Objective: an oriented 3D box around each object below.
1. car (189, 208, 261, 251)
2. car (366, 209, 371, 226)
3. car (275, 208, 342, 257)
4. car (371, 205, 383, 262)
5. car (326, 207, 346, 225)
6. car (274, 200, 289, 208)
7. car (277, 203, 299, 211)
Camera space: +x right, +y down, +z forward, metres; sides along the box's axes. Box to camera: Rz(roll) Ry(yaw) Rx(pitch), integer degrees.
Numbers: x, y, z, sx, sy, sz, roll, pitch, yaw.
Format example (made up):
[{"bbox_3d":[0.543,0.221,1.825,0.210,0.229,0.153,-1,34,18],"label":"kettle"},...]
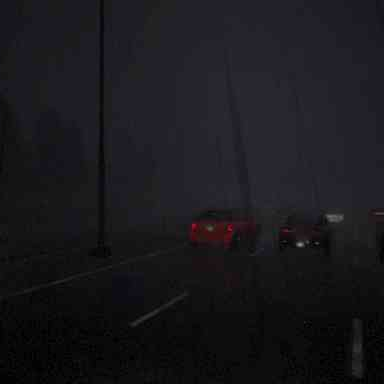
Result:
[{"bbox_3d":[1.674,1.517,15.261,2.097,1.767,4.553,0,-1,26],"label":"car"},{"bbox_3d":[14.628,1.757,25.622,2.128,1.511,4.902,0,-1,27],"label":"car"},{"bbox_3d":[4.859,1.639,13.807,2.128,1.511,4.902,0,-1,26],"label":"car"},{"bbox_3d":[7.976,1.477,12.214,2.097,1.767,4.553,0,-1,26],"label":"car"},{"bbox_3d":[11.380,1.883,26.956,1.895,1.301,4.718,0,-1,27],"label":"car"},{"bbox_3d":[16.367,2.168,60.586,1.812,1.442,4.674,0,-1,27],"label":"car"},{"bbox_3d":[8.545,1.834,29.098,1.812,1.442,4.674,0,0,27],"label":"car"}]
